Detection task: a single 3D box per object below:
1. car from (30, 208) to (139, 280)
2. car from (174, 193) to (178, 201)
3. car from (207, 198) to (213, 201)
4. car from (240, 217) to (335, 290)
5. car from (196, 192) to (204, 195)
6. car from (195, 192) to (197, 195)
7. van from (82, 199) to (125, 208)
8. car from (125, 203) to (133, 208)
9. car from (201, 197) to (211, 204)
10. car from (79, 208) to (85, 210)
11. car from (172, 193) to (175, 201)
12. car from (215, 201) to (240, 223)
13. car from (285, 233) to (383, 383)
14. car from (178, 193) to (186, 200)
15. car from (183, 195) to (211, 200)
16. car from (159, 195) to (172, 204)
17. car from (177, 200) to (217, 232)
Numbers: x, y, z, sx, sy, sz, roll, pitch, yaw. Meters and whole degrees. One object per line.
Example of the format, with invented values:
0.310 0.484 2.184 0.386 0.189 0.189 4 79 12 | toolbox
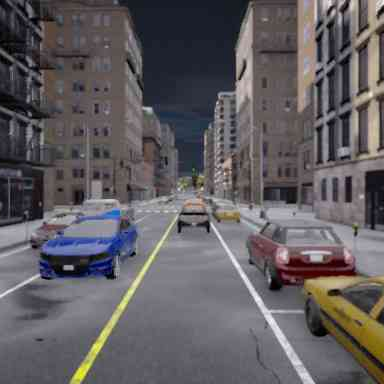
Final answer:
-2.847 1.472 10.180 1.882 1.535 5.008 0 0 0 | car
-5.371 1.505 85.961 2.008 1.369 4.403 0 0 0 | car
2.645 1.536 30.678 2.008 1.369 4.403 0 0 0 | car
2.661 1.436 9.053 1.967 1.590 4.097 0 0 0 | car
2.653 1.398 80.281 1.967 1.590 4.097 0 0 0 | car
2.655 1.265 91.644 2.192 1.841 5.009 0 0 0 | car
-5.387 1.331 19.866 1.690 1.788 3.998 0 0 0 | van
-5.385 1.538 25.272 2.008 1.369 4.403 0 0 0 | car
2.650 1.551 63.235 1.802 1.307 4.206 0 0 0 | car
-5.390 1.575 14.460 1.802 1.307 4.206 0 0 0 | car
-5.373 1.528 74.598 1.947 1.339 4.313 0 0 0 | car
2.650 1.513 25.442 1.752 1.417 4.829 0 0 0 | car
2.665 1.523 3.817 1.752 1.417 4.829 0 0 0 | car
-2.733 1.179 86.565 2.150 2.045 5.566 0 0 0 | car
0.573 1.460 36.946 1.882 1.535 5.008 0 0 9 | car
-5.376 1.495 63.065 1.752 1.417 4.829 0 0 0 | car
0.106 1.483 19.915 2.128 1.511 4.902 0 0 0 | car
